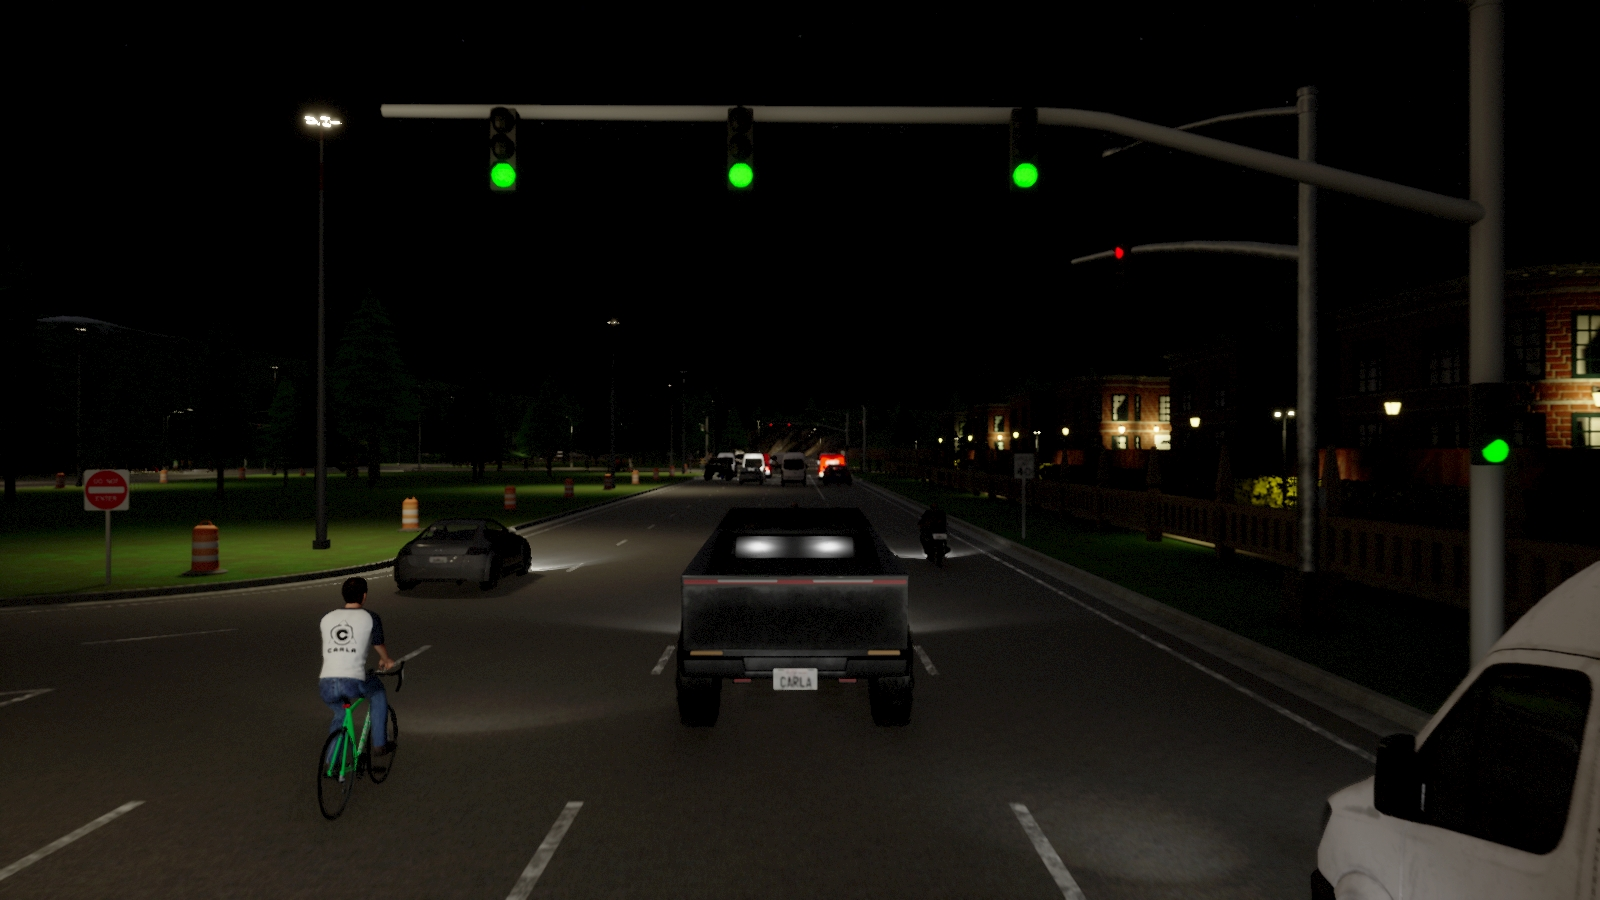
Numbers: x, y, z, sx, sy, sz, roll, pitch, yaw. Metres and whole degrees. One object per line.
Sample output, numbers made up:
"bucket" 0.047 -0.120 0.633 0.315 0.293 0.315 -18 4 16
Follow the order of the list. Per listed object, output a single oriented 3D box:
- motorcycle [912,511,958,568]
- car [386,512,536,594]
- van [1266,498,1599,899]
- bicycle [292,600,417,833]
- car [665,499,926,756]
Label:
"motorcycle" 3.353 2.217 28.508 0.867 1.251 2.209 0 0 0
"car" -7.124 2.130 24.479 1.994 1.385 4.181 0 0 0
"van" 3.479 1.536 3.124 1.988 2.561 5.915 0 0 0
"bicycle" -3.535 2.061 9.183 0.373 1.496 1.643 0 0 0
"car" -0.061 1.759 13.604 2.390 2.098 6.274 0 0 0
